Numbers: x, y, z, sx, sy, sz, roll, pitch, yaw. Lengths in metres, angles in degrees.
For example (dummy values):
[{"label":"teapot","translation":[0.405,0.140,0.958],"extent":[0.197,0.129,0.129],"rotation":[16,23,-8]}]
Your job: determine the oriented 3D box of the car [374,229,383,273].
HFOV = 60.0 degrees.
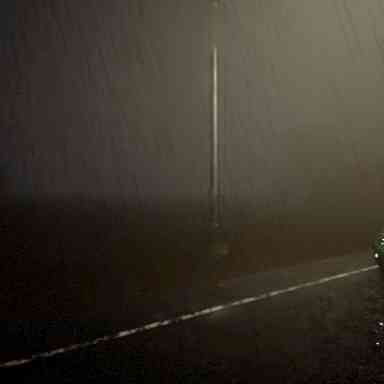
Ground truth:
[{"label":"car","translation":[7.245,1.163,9.025],"extent":[5.566,2.045,2.150],"rotation":[0,0,-35]}]
